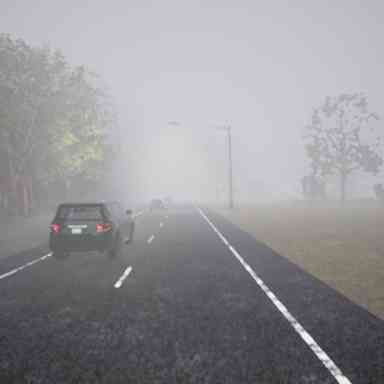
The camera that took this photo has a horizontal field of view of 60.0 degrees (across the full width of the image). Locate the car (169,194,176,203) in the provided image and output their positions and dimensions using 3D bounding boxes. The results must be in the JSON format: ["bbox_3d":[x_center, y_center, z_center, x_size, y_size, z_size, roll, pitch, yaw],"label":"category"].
[{"bbox_3d":[-5.047,1.667,70.821,1.837,1.490,4.892,-1,0,-1],"label":"car"}]

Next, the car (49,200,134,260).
[{"bbox_3d":[-3.724,1.332,13.242,2.150,2.045,5.566,-1,0,-1],"label":"car"}]

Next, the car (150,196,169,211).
[{"bbox_3d":[-4.409,1.656,43.186,1.837,1.490,4.892,-1,0,-1],"label":"car"}]
